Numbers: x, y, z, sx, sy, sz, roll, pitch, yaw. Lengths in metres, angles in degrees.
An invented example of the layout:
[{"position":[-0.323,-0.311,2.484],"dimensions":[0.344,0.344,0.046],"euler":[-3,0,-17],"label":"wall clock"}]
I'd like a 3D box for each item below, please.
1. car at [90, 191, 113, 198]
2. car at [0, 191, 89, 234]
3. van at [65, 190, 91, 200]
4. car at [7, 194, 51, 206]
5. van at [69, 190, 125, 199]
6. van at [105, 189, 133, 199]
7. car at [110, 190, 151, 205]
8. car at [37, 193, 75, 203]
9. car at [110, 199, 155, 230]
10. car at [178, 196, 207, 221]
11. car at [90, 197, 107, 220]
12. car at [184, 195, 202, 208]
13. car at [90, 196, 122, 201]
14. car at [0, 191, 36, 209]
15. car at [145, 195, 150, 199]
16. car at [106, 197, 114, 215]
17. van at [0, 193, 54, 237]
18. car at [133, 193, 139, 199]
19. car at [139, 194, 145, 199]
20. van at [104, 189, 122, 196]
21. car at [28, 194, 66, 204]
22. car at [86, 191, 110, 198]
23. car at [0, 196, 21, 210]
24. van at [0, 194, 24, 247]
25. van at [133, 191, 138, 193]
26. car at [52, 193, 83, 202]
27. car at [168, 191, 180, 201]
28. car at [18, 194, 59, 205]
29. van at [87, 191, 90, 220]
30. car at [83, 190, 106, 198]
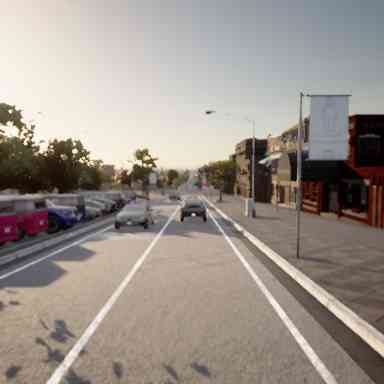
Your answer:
[{"position":[-22.081,0.578,81.282],"dimensions":[4.892,1.521,2.231],"euler":[0,1,0],"label":"car"},{"position":[-8.911,1.118,18.018],"dimensions":[5.566,2.045,2.435],"euler":[0,0,0],"label":"car"},{"position":[-22.186,0.576,64.627],"dimensions":[4.442,1.987,1.878],"euler":[0,1,0],"label":"van"},{"position":[-22.053,1.069,45.203],"dimensions":[5.008,1.535,2.097],"euler":[0,1,0],"label":"car"},{"position":[-9.071,1.019,32.039],"dimensions":[4.442,1.987,1.878],"euler":[0,1,0],"label":"van"},{"position":[-8.840,0.985,34.841],"dimensions":[4.442,1.987,1.878],"euler":[0,1,0],"label":"van"},{"position":[-8.944,0.768,48.859],"dimensions":[5.566,2.045,2.435],"euler":[0,1,0],"label":"car"},{"position":[-21.871,0.952,53.529],"dimensions":[5.366,1.575,1.946],"euler":[0,1,0],"label":"car"},{"position":[-3.331,1.376,19.972],"dimensions":[1.812,1.442,4.674],"euler":[0,0,0],"label":"car"},{"position":[0.107,1.304,25.408],"dimensions":[1.837,1.490,4.892],"euler":[0,0,0],"label":"car"},{"position":[-8.951,1.330,23.628],"dimensions":[4.892,1.521,2.231],"euler":[0,0,0],"label":"car"},{"position":[0.111,1.168,41.897],"dimensions":[2.033,1.411,5.357],"euler":[0,1,0],"label":"car"},{"position":[-8.980,1.308,29.239],"dimensions":[4.792,1.488,2.163],"euler":[0,1,0],"label":"car"},{"position":[-22.013,0.895,39.649],"dimensions":[5.566,2.045,2.435],"euler":[0,1,0],"label":"car"},{"position":[-8.784,1.054,46.059],"dimensions":[5.366,1.575,1.946],"euler":[0,1,0],"label":"car"},{"position":[-8.945,1.345,26.432],"dimensions":[4.674,1.452,2.002],"euler":[0,0,0],"label":"car"},{"position":[-9.052,1.160,15.214],"dimensions":[4.442,1.987,1.878],"euler":[0,0,0],"label":"van"},{"position":[-8.955,1.173,37.650],"dimensions":[5.008,1.535,2.097],"euler":[0,1,0],"label":"car"},{"position":[-8.969,1.136,43.257],"dimensions":[4.674,1.452,2.002],"euler":[0,1,0],"label":"car"},{"position":[-21.982,0.206,92.378],"dimensions":[4.442,1.987,1.878],"euler":[0,1,0],"label":"van"},{"position":[-22.083,1.022,50.754],"dimensions":[4.792,1.488,2.163],"euler":[0,1,0],"label":"car"},{"position":[-22.090,0.614,78.507],"dimensions":[5.008,1.535,2.097],"euler":[0,1,0],"label":"car"},{"position":[-22.033,1.185,36.878],"dimensions":[4.892,1.521,2.231],"euler":[0,1,0],"label":"car"},{"position":[-9.049,1.176,12.411],"dimensions":[4.442,1.987,1.878],"euler":[0,0,0],"label":"van"},{"position":[-9.080,0.909,40.450],"dimensions":[4.442,1.987,1.878],"euler":[0,1,0],"label":"van"},{"position":[-22.034,0.908,59.081],"dimensions":[4.792,1.488,2.163],"euler":[0,1,0],"label":"car"},{"position":[-3.266,0.698,62.488],"dimensions":[2.097,1.767,4.553],"euler":[0,1,1],"label":"car"},{"position":[-22.057,1.032,47.979],"dimensions":[4.892,1.521,2.231],"euler":[0,1,0],"label":"car"},{"position":[-9.058,1.126,20.819],"dimensions":[4.442,1.987,1.878],"euler":[0,0,0],"label":"van"},{"position":[-22.113,0.525,75.730],"dimensions":[4.553,1.767,2.185],"euler":[0,1,0],"label":"car"}]
